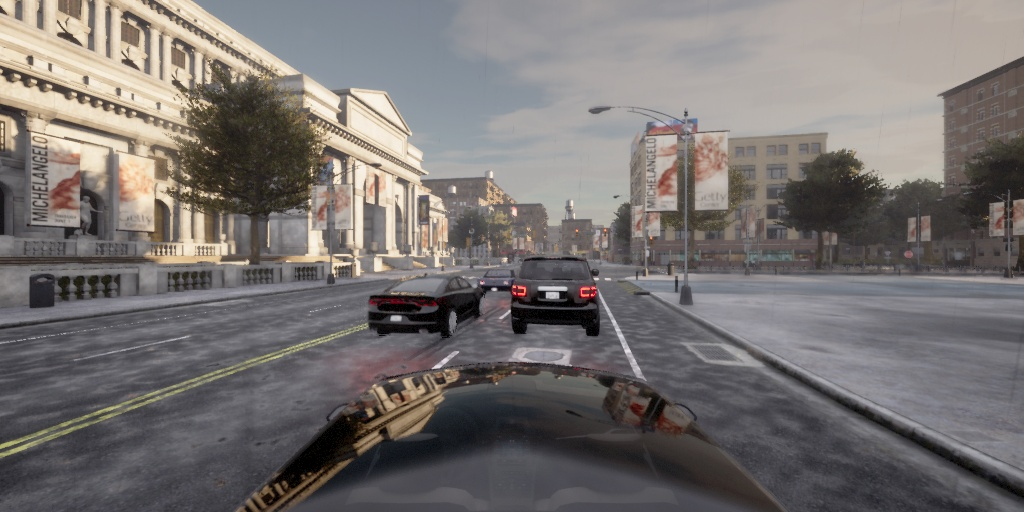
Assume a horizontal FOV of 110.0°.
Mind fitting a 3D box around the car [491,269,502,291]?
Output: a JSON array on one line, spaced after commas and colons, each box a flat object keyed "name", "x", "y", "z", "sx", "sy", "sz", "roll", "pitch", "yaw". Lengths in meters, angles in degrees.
[{"name": "car", "x": -0.443, "y": 1.351, "z": 19.780, "sx": 1.895, "sy": 1.301, "sz": 4.718, "roll": 0, "pitch": 0, "yaw": 11}]

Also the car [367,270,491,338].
[{"name": "car", "x": -2.160, "y": 1.228, "z": 10.335, "sx": 1.882, "sy": 1.535, "sz": 5.008, "roll": 0, "pitch": 0, "yaw": 9}]

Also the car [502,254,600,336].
[{"name": "car", "x": 1.382, "y": 0.971, "z": 10.644, "sx": 2.150, "sy": 2.045, "sz": 5.566, "roll": 0, "pitch": 0, "yaw": 10}]
